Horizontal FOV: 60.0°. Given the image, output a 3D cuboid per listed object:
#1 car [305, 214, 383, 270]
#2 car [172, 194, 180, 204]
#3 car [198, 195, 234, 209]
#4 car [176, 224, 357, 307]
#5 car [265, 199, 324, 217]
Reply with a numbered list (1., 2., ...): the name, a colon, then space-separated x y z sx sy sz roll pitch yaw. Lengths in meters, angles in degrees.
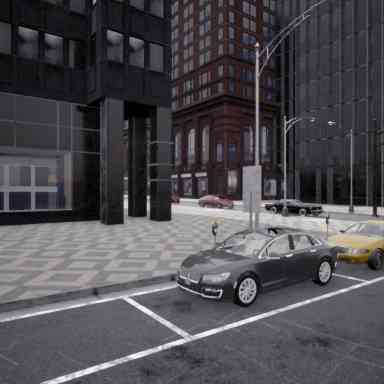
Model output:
1. car: 6.029 1.526 10.983 4.829 1.417 1.752 0 0 -36
2. car: -3.440 0.803 43.925 1.882 1.535 5.008 0 1 -36
3. car: 2.520 1.033 35.691 1.812 1.442 4.674 0 1 -36
4. car: 1.688 1.551 7.869 4.403 1.369 2.008 0 0 -36
5. car: 8.412 1.294 27.571 1.895 1.301 4.718 0 1 -36
